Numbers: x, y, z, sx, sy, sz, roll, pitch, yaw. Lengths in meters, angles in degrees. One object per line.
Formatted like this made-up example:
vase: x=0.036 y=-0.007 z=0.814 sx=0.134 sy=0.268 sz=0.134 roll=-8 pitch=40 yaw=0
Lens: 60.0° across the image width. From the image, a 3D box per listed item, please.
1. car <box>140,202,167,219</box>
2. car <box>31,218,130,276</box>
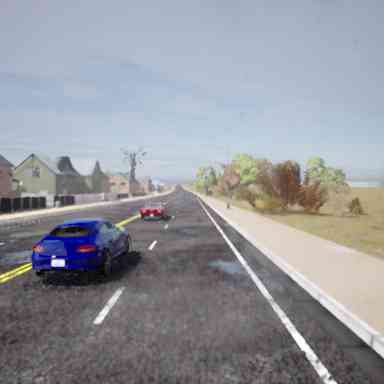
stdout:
car: x=-3.153 y=1.529 z=28.249 sx=1.895 sy=1.301 sz=4.718 roll=0 pitch=0 yaw=0
car: x=-3.149 y=1.502 z=10.129 sx=1.812 sy=1.442 sz=4.674 roll=0 pitch=0 yaw=0
